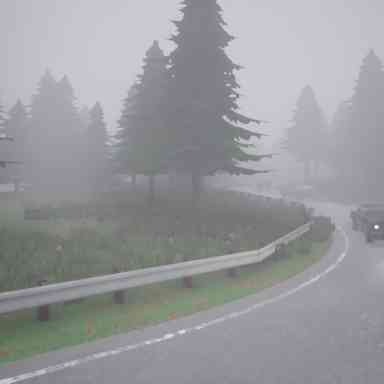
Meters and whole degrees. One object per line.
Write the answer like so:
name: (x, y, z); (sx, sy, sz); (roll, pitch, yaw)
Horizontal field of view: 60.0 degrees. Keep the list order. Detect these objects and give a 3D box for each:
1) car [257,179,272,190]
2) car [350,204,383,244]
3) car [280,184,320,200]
car: (10.150, -1.122, 46.616); (1.837, 1.490, 4.892); (1, 4, 14)
car: (7.830, 1.209, 13.579); (1.895, 1.301, 4.718); (1, 3, 17)
car: (10.183, -0.008, 31.490); (1.812, 1.442, 4.674); (2, 3, -14)
